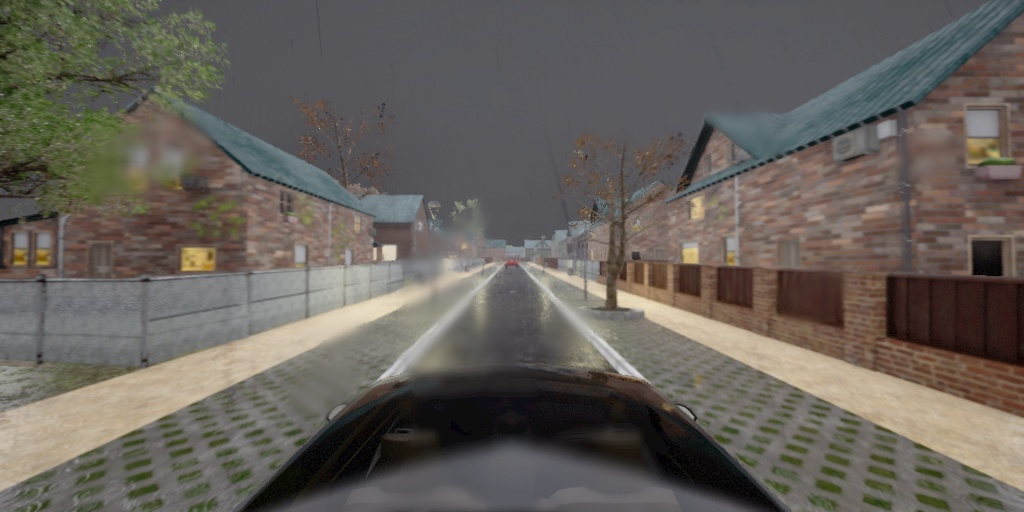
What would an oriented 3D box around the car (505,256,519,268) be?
[{"bbox_3d":[-0.024,1.038,62.149,2.150,2.045,5.566,0,0,0],"label":"car"}]
